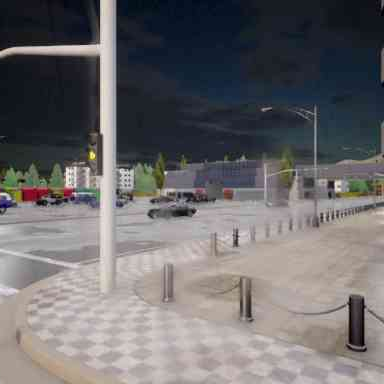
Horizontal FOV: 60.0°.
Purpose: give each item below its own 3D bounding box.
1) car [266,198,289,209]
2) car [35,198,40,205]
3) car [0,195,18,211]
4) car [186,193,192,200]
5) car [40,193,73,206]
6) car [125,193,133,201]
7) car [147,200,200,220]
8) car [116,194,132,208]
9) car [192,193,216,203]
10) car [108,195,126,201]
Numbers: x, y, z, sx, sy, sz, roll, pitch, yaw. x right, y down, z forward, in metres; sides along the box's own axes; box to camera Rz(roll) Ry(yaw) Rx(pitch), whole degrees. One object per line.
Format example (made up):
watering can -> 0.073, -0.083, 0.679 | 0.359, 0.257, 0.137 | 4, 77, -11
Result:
car -> 12.192, 1.547, 47.418 | 2.128, 1.511, 4.902 | 0, 0, 37
car -> -28.085, 1.416, 65.136 | 1.784, 1.438, 3.905 | 0, 0, 36
car -> -25.704, 1.448, 44.683 | 1.970, 1.475, 3.806 | 0, 0, 36
car -> 0.404, 1.209, 65.918 | 1.905, 1.878, 3.866 | 0, 0, 36
car -> -25.788, 1.206, 63.370 | 1.932, 1.855, 4.605 | 0, 0, 36
car -> -15.434, 1.208, 77.504 | 1.905, 1.878, 3.866 | 0, 0, 36
car -> -1.685, 1.655, 28.515 | 1.895, 1.301, 4.718 | 0, 0, 36
car -> -12.115, 1.449, 53.441 | 1.970, 1.475, 3.806 | 0, 0, 36
car -> 2.705, 1.207, 64.161 | 1.932, 1.855, 4.605 | 0, 0, 36
car -> -17.762, 1.447, 79.226 | 1.970, 1.475, 3.806 | 0, 0, 36
